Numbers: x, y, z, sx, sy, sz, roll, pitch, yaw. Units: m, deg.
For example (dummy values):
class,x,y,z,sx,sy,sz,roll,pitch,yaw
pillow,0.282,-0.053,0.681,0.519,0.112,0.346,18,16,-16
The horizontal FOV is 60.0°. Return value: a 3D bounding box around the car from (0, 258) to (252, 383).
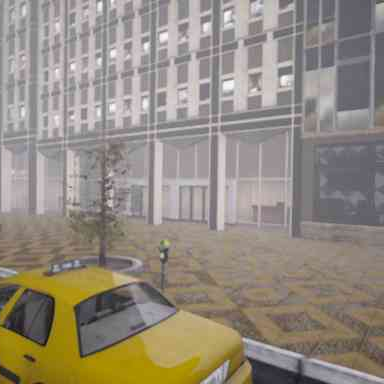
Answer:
class,x,y,z,sx,sy,sz,roll,pitch,yaw
car,-1.704,1.492,4.074,4.829,1.417,1.752,1,1,35
